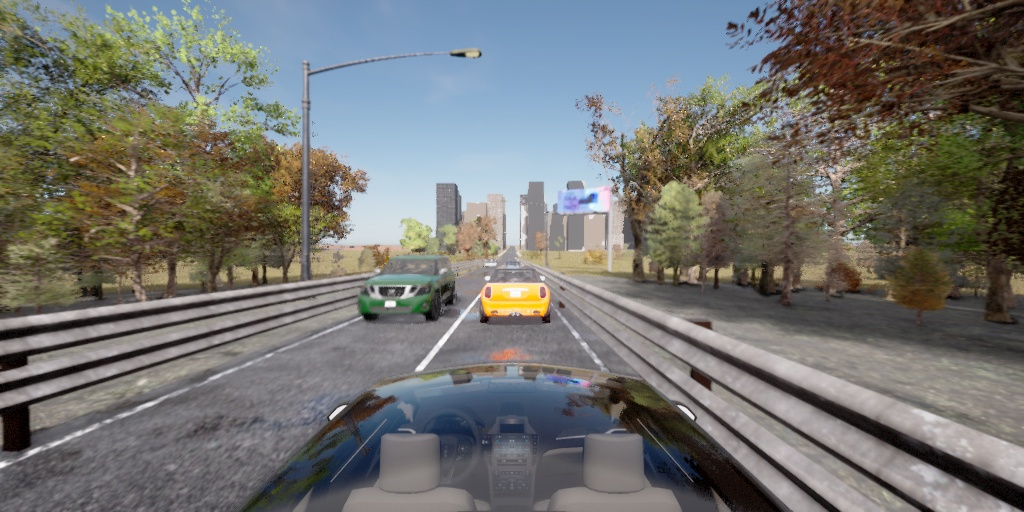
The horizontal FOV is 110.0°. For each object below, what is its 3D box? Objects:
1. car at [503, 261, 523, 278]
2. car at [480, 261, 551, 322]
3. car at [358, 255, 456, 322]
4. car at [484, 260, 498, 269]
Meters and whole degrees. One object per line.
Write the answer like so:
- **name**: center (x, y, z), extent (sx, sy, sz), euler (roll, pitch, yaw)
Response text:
- **car**: center (0.086, 1.233, 34.147), extent (1.837, 1.490, 4.892), euler (0, 0, 0)
- **car**: center (0.103, 1.095, 12.315), extent (2.097, 1.767, 4.553), euler (0, 0, 0)
- **car**: center (-3.348, 0.964, 12.636), extent (2.150, 2.045, 5.566), euler (0, 0, 0)
- **car**: center (-3.284, 1.369, 56.939), extent (1.895, 1.301, 4.718), euler (0, 0, 0)
